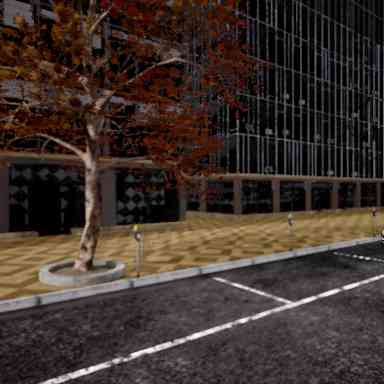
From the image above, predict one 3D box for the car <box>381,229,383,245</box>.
[{"bbox_3d":[9.082,1.434,13.020,4.403,1.369,2.008,-1,1,-35],"label":"car"}]
